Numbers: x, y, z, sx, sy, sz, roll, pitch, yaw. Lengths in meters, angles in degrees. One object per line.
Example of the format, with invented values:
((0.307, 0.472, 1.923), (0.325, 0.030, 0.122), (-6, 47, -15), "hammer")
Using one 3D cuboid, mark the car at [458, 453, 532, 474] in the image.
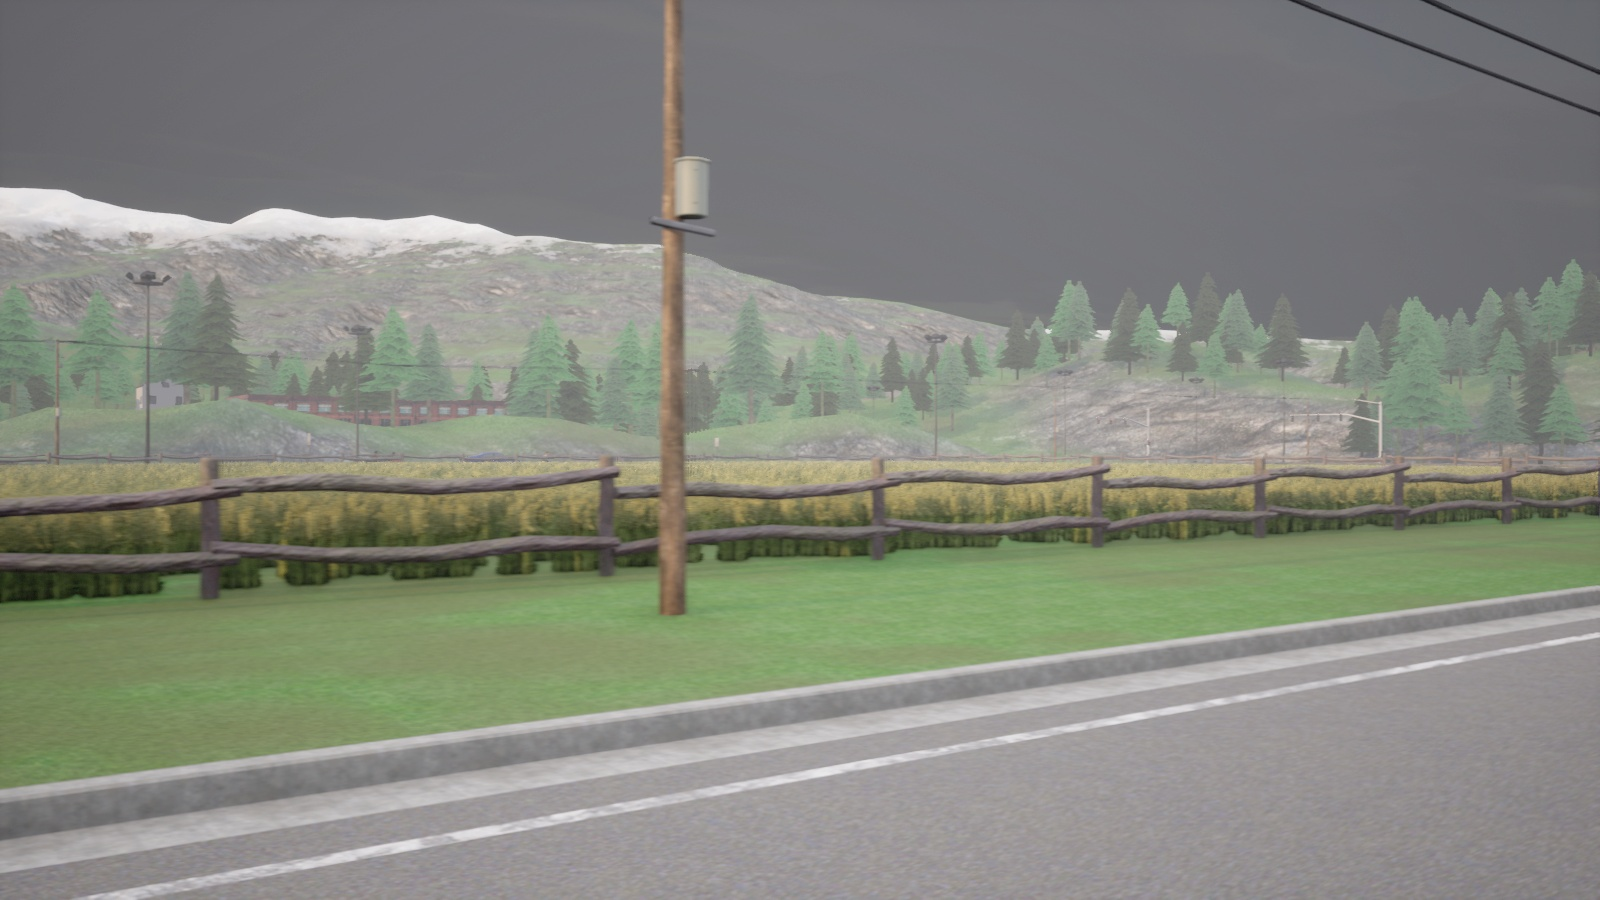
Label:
((-22.512, 0.997, 92.815), (5.008, 1.535, 1.882), (0, 0, -35), "car")
